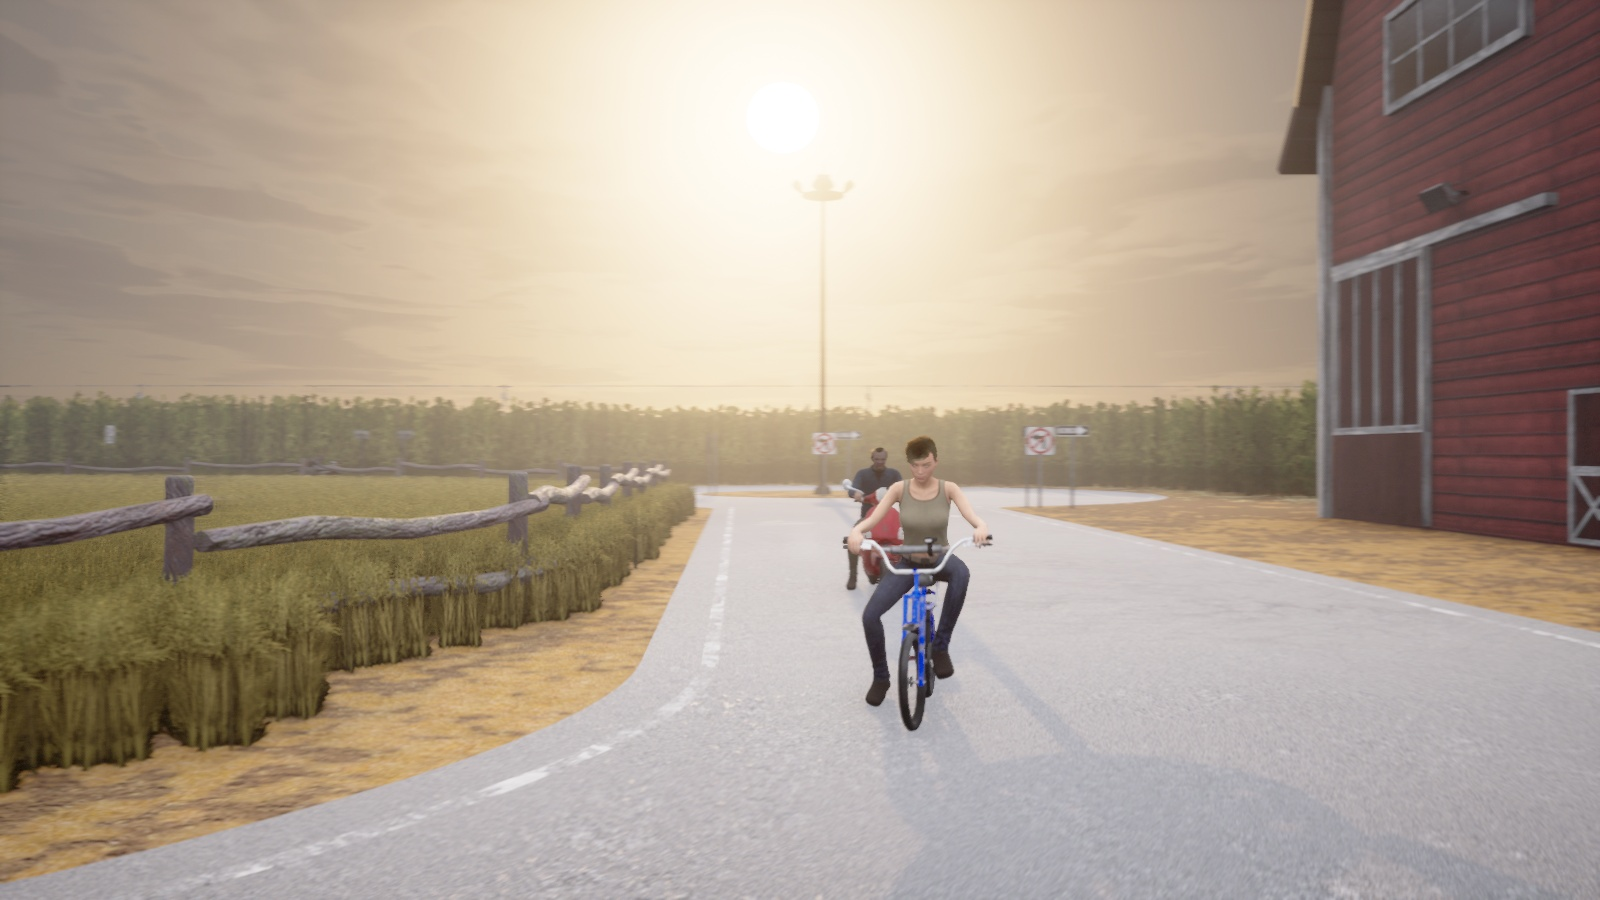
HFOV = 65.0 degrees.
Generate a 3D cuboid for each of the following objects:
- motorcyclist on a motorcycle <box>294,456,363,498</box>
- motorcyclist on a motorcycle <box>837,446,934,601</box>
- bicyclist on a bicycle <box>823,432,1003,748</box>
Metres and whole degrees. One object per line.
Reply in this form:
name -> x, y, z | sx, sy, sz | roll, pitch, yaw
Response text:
motorcyclist on a motorcycle -> -17.237, 0.991, 45.905 | 2.191, 1.530, 0.866 | 0, 0, 1
motorcyclist on a motorcycle -> 0.909, 0.755, 13.781 | 0.866, 1.590, 1.817 | 0, 0, -2
bicyclist on a bicycle -> 0.697, 0.717, 7.236 | 0.866, 1.612, 1.509 | 0, 0, 11
